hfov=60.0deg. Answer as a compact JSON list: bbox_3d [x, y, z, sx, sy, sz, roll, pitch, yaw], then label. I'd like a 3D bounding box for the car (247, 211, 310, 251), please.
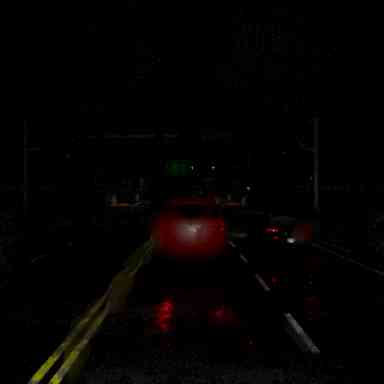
[{"bbox_3d":[3.548,1.538,14.122,1.812,1.442,4.674,0,0,1],"label":"car"}]

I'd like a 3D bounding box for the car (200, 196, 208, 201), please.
[{"bbox_3d":[3.047,1.630,85.654,1.994,1.385,4.181,0,0,0],"label":"car"}]

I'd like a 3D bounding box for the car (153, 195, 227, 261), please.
[{"bbox_3d":[0.031,1.234,12.389,2.150,2.045,5.566,0,0,0],"label":"car"}]

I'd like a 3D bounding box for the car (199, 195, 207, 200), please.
[{"bbox_3d":[3.107,1.548,94.595,1.994,1.385,4.181,0,0,0],"label":"car"}]

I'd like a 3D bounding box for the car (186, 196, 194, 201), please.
[{"bbox_3d":[-0.452,1.630,85.898,1.994,1.385,4.181,0,0,0],"label":"car"}]

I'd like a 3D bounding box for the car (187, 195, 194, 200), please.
[{"bbox_3d":[-0.392,1.557,94.691,1.994,1.385,4.181,0,0,0],"label":"car"}]
